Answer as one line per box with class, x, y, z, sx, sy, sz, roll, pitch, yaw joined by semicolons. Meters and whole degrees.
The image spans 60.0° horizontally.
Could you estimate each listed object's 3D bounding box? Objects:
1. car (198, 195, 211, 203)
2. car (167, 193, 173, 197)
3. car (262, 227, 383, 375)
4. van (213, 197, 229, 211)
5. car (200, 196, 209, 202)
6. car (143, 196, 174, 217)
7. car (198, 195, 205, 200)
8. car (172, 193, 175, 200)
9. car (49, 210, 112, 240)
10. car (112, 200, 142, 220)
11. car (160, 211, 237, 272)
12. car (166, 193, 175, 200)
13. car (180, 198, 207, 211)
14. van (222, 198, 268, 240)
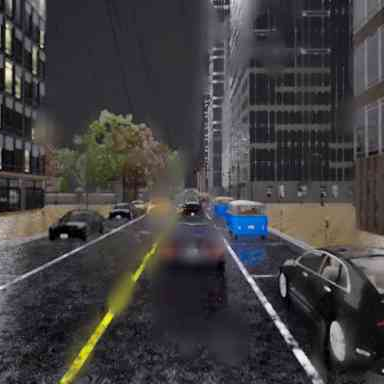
car;2.693;1.392;66.486;1.967;1.590;4.097;0;0;0
car;-5.688;1.489;72.164;1.887;1.381;4.507;0;0;0
car;2.690;1.562;5.559;2.008;1.369;4.403;0;0;0
van;2.775;1.345;28.360;1.690;1.788;3.998;0;0;0
car;2.693;1.510;72.167;1.947;1.339;4.313;0;0;0
car;-3.079;1.478;31.283;1.882;1.535;5.008;0;0;0
car;2.693;1.475;94.891;1.947;1.339;4.313;0;0;0
car;-5.688;1.488;77.847;2.008;1.369;4.403;0;0;0
car;-5.690;1.583;16.963;1.947;1.339;4.313;0;0;0
car;-5.769;1.571;28.359;1.947;1.339;4.313;0;0;0
car;0.045;1.565;10.821;2.033;1.411;5.357;0;0;0
car;-5.687;1.235;89.213;2.192;1.841;5.009;0;0;0
car;0.069;1.508;29.112;1.837;1.490;4.892;0;0;0
van;2.693;1.358;16.964;1.690;1.788;3.998;0;0;0
